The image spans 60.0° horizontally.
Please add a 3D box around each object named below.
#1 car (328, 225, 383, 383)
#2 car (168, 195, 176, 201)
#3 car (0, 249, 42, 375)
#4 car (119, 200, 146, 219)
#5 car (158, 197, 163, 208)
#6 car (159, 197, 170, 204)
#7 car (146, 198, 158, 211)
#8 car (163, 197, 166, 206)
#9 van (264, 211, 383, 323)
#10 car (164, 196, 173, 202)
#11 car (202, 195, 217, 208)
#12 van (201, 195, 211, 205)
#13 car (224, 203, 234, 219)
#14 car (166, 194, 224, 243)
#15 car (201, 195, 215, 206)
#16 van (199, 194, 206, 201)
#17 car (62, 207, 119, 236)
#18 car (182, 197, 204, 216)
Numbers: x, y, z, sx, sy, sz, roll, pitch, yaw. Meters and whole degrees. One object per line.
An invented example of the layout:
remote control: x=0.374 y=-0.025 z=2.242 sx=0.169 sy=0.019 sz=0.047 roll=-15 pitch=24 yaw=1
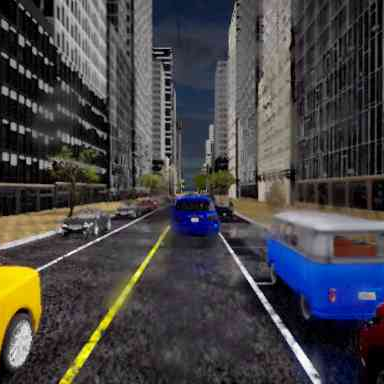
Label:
car: x=2.680 y=1.318 z=1.270 sx=2.192 sy=1.841 sz=5.009 roll=-1 pitch=0 yaw=0
car: x=-5.631 y=1.611 z=92.214 sx=1.967 sy=1.590 sz=4.097 roll=-1 pitch=0 yaw=0
car: x=-3.098 y=1.483 z=2.769 sx=1.882 sy=1.535 sz=5.008 roll=0 pitch=0 yaw=0
car: x=-5.677 y=1.608 z=29.693 sx=2.008 sy=1.369 sz=4.403 roll=-1 pitch=0 yaw=0
car: x=-5.665 y=1.530 z=46.744 sx=1.967 sy=1.590 sz=4.097 roll=-1 pitch=0 yaw=0
car: x=-5.648 y=1.698 z=69.479 sx=1.947 sy=1.339 sz=4.313 roll=-1 pitch=0 yaw=0
car: x=-5.668 y=1.661 z=41.060 sx=1.802 sy=1.307 sz=4.206 roll=-1 pitch=0 yaw=0
car: x=-5.656 y=1.636 z=57.942 sx=1.752 sy=1.417 sz=4.829 roll=-1 pitch=0 yaw=0
van: x=2.685 y=1.356 z=6.953 sx=1.690 sy=1.788 sz=3.998 roll=-1 pitch=0 yaw=0
car: x=-5.639 y=1.703 z=80.846 sx=2.008 sy=1.369 sz=4.403 roll=-1 pitch=0 yaw=0
car: x=2.718 y=1.417 z=52.422 sx=2.192 sy=1.841 sz=5.009 roll=-1 pitch=0 yaw=0
van: x=2.727 y=1.464 z=63.790 sx=1.690 sy=1.788 sz=3.998 roll=-1 pitch=0 yaw=0
car: x=2.704 y=1.610 z=29.687 sx=2.008 sy=1.369 sz=4.403 roll=-1 pitch=0 yaw=0
car: x=0.112 y=1.254 z=16.349 sx=2.150 sy=2.045 sz=5.566 roll=0 pitch=0 yaw=0
car: x=2.722 y=1.428 z=58.106 sx=2.192 sy=1.841 sz=5.009 roll=-1 pitch=0 yaw=0
van: x=2.744 y=1.504 z=86.524 sx=1.690 sy=1.788 sz=3.998 roll=-1 pitch=0 yaw=0
car: x=-5.686 y=1.586 z=18.326 sx=2.008 sy=1.369 sz=4.403 roll=-1 pitch=0 yaw=0
car: x=0.127 y=1.419 z=34.229 sx=2.097 sy=1.767 sz=4.553 roll=0 pitch=0 yaw=0
